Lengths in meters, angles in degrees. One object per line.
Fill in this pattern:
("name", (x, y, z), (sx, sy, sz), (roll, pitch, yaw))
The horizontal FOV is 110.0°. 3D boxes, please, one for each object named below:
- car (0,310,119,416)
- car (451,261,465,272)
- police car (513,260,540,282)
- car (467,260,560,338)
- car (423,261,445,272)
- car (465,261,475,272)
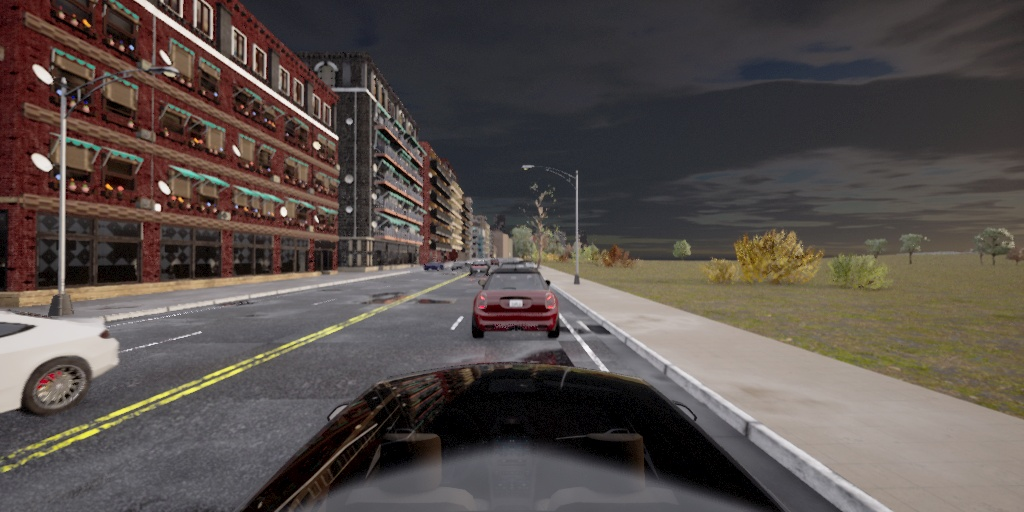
("car", (-6.616, 1.275, 3.261), (1.812, 1.442, 4.674), (0, 0, 0))
("car", (-6.655, 1.299, 46.738), (1.994, 1.385, 4.181), (0, 0, 0))
("police car", (1.103, 1.168, 29.574), (1.930, 1.638, 5.238), (0, 0, 0))
("car", (0.083, 1.100, 10.307), (2.097, 1.767, 4.553), (0, 0, 0))
("car", (-9.905, 1.336, 45.692), (1.895, 1.301, 4.718), (0, 0, 0))
("car", (-3.195, 1.230, 36.848), (2.128, 1.511, 4.902), (0, 0, 0))
